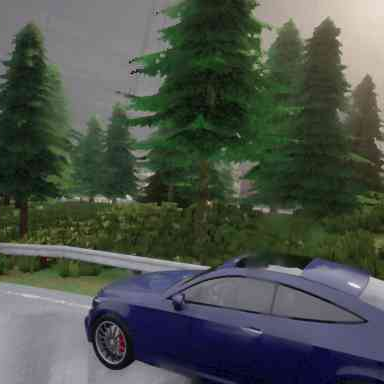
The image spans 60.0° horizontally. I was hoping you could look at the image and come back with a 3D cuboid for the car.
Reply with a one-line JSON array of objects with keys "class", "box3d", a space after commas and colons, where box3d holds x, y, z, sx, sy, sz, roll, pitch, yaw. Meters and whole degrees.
[{"class": "car", "box3d": [0.779, 1.499, 4.083, 4.674, 1.442, 1.812, 1, 1, 31]}]
